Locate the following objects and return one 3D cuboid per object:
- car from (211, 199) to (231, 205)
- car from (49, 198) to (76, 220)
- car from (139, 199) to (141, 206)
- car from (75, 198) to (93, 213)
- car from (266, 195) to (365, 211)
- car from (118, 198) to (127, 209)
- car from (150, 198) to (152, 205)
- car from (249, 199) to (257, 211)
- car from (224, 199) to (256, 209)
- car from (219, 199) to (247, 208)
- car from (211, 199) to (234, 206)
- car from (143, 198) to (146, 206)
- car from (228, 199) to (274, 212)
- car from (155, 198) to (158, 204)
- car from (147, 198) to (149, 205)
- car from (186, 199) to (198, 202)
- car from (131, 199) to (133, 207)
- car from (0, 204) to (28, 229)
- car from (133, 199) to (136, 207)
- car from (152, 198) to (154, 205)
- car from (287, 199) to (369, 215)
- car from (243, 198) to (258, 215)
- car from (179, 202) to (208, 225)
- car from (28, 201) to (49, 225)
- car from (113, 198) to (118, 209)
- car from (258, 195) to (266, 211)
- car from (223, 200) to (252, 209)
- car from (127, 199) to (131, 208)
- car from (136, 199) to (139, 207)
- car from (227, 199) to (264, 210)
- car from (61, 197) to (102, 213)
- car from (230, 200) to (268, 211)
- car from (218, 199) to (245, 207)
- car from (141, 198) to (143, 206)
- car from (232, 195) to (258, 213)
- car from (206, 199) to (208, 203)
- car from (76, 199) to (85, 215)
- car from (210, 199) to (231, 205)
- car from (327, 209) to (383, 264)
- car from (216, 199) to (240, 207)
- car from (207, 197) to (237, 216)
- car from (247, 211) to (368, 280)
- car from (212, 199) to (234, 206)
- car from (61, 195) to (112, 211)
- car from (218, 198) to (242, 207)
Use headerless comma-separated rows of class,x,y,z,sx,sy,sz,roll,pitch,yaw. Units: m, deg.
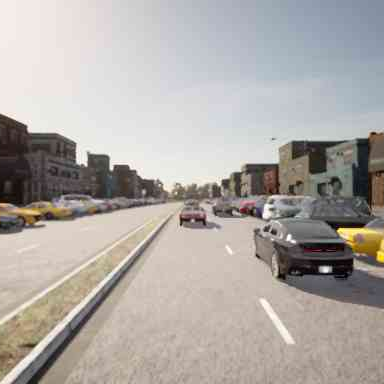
car,7.486,2.678,85.817,4.792,1.488,2.163,0,-1,0
car,-13.066,1.542,28.224,5.366,1.575,1.946,0,0,0
car,-12.880,2.150,64.203,4.892,1.521,2.231,0,-1,0
car,-12.879,1.620,33.652,4.674,1.452,2.002,0,0,0
car,7.571,1.285,19.670,5.566,2.045,2.435,0,0,0
car,-12.890,1.856,50.435,4.892,1.521,2.231,0,-1,0
car,-12.896,2.534,80.873,4.892,1.521,2.231,0,-1,0
car,7.611,1.585,27.940,4.792,1.488,2.163,0,0,0
car,7.560,1.934,52.735,4.792,1.488,2.163,0,-1,0
car,7.484,2.104,61.006,4.792,1.488,2.163,0,-1,0
car,7.288,2.509,80.299,5.366,1.575,1.946,0,-1,0
car,-12.882,2.276,69.884,5.008,1.535,2.097,0,-1,0
car,7.368,1.690,41.709,5.366,1.575,1.946,0,-1,0
car,-12.919,2.559,92.115,5.566,2.045,2.435,0,-1,0
car,-12.885,2.441,75.315,4.674,1.452,2.002,0,-1,0
car,0.014,1.714,41.493,1.837,1.490,4.892,0,-1,0
car,-12.857,1.843,55.878,4.553,1.767,2.185,0,-1,0
car,-12.886,1.530,19.763,4.892,1.521,2.231,0,0,0
car,-12.856,2.057,58.645,4.792,1.488,2.163,0,-1,0
car,-12.887,2.708,86.427,4.674,1.452,2.002,0,-1,0
car,7.573,1.406,16.912,4.553,1.767,2.185,0,0,0
car,7.571,1.568,30.691,5.008,1.535,2.097,0,0,0
car,0.048,1.666,24.781,1.895,1.301,4.718,0,0,0
car,-12.885,1.532,22.667,5.008,1.535,2.097,0,0,0
car,-12.852,1.614,44.758,4.553,1.767,2.185,0,-1,0
car,7.622,1.289,22.428,5.566,2.045,2.435,0,0,0
car,7.522,2.000,55.491,4.674,1.452,2.002,0,-1,0
car,-13.070,1.910,53.214,5.366,1.575,1.946,0,-1,0
car,-12.891,2.087,61.423,5.008,1.535,2.097,0,-1,0
car,7.537,1.793,47.221,5.008,1.535,2.097,0,-1,0
car,-13.068,1.607,36.425,5.366,1.575,1.946,0,-1,0
car,7.545,1.782,44.466,4.674,1.452,2.002,0,-1,0
car,7.503,2.133,63.761,5.008,1.535,2.097,0,-1,0
car,-12.916,2.239,66.979,4.792,1.488,2.163,0,-1,0
car,7.536,1.366,36.204,5.566,2.045,2.435,0,-1,0
car,7.395,2.610,94.092,5.566,2.045,2.435,0,-2,0
car,-12.884,1.599,30.994,4.674,1.452,2.002,0,0,0
car,7.631,2.714,88.575,5.366,1.575,1.946,0,-1,0
car,7.801,1.518,11.396,5.366,1.575,1.946,0,0,0
car,7.526,2.284,69.273,4.792,1.488,2.163,0,-1,0
car,3.029,1.609,34.167,2.128,1.511,4.902,0,0,0
car,3.078,1.543,10.101,1.837,1.490,4.892,0,0,0
car,7.653,2.576,83.062,5.366,1.575,1.946,0,-1,0
car,-12.854,1.395,39.207,5.566,2.045,2.435,0,-1,0
car,7.471,2.068,66.521,4.553,1.767,2.185,0,-1,0
